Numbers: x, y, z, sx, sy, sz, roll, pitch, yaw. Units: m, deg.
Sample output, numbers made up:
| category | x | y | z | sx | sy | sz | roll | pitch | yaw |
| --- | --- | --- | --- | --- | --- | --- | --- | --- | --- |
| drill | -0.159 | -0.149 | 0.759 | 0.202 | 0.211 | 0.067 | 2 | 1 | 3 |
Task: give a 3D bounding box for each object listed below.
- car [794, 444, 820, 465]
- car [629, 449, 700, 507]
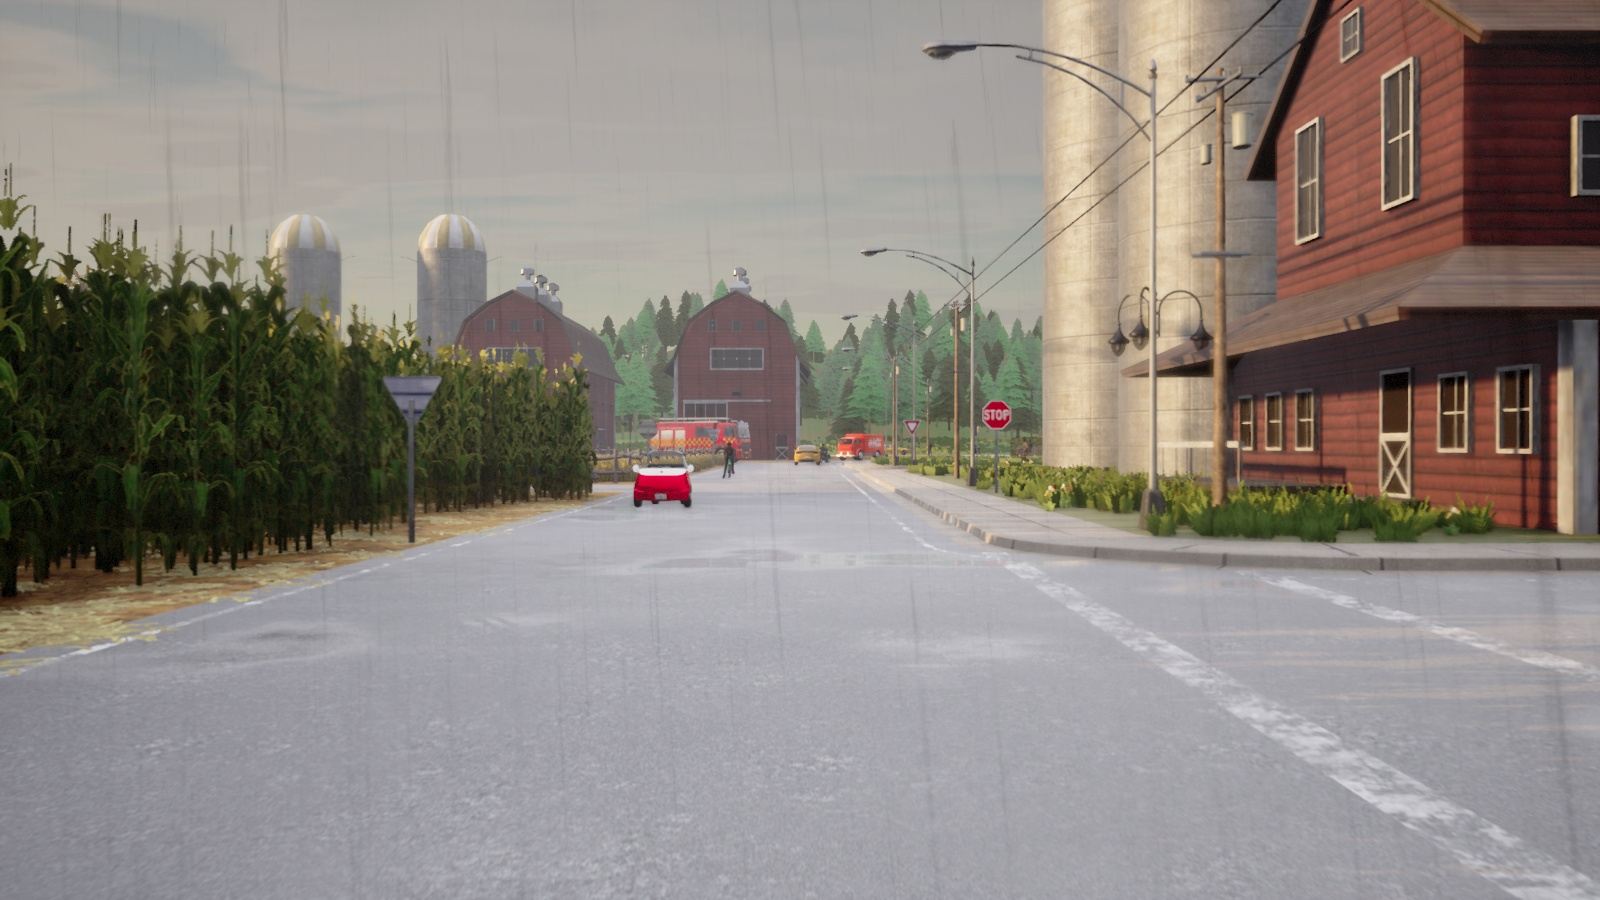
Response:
| category | x | y | z | sx | sy | sz | roll | pitch | yaw |
| --- | --- | --- | --- | --- | --- | --- | --- | --- | --- |
| car | 0.542 | 0.351 | 94.822 | 1.882 | 1.535 | 5.008 | 0 | 0 | 0 |
| car | -3.308 | 0.677 | 30.902 | 1.481 | 1.376 | 2.207 | 0 | 0 | 0 |
